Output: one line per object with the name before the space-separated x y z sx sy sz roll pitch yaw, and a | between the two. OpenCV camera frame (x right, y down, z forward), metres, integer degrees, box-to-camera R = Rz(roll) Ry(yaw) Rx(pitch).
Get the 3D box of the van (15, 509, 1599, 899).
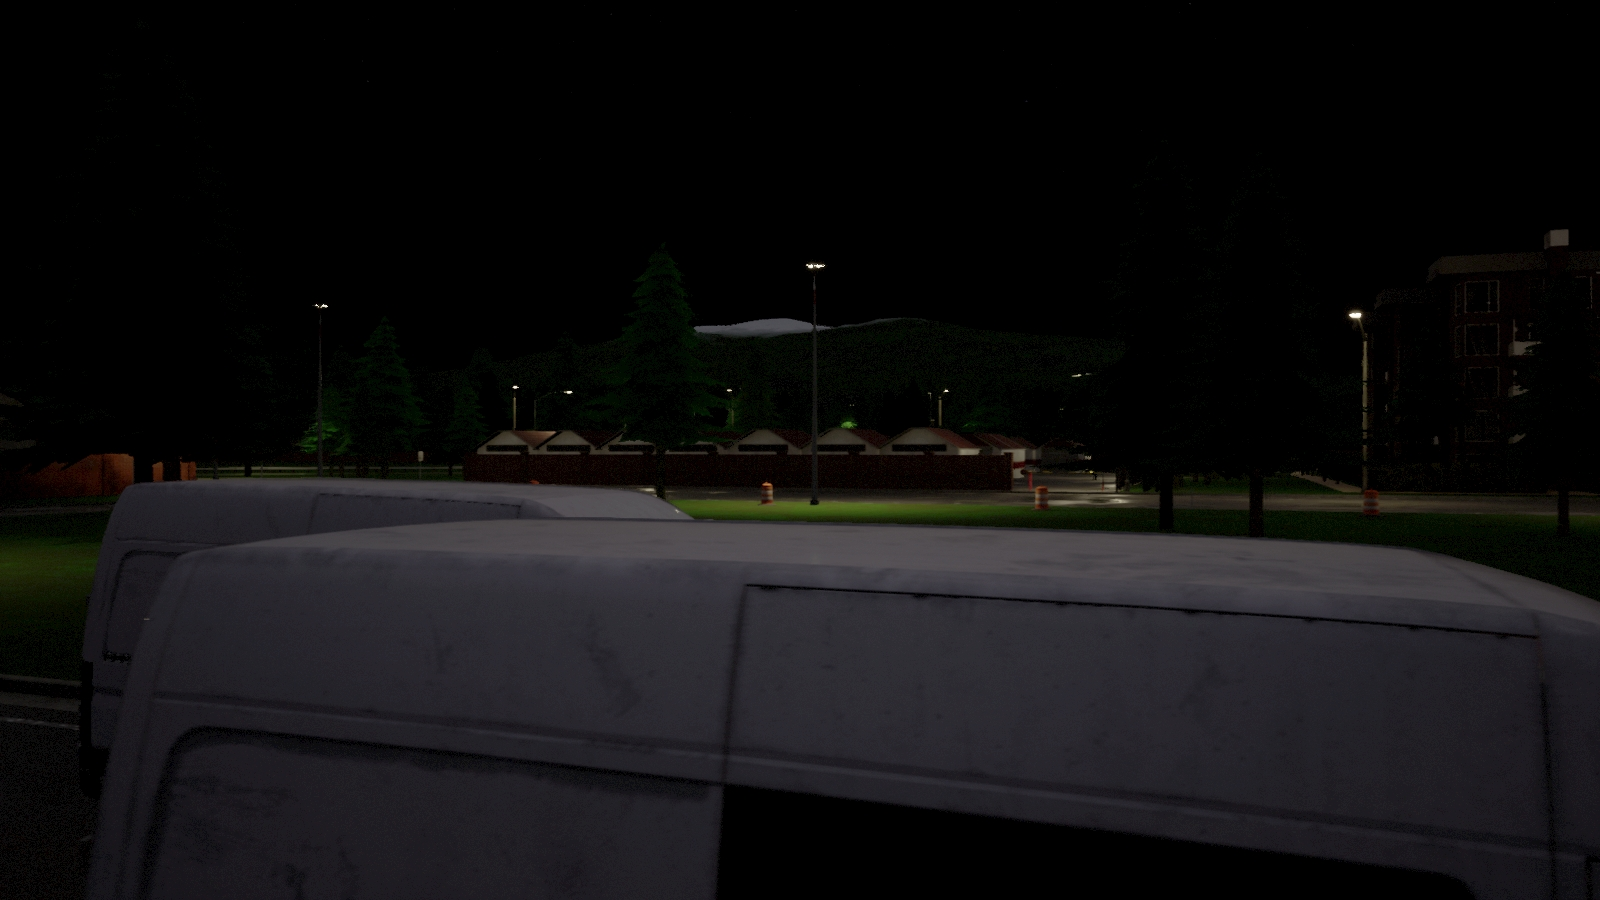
van | 1.062 1.534 2.917 5.915 2.561 1.988 0 0 20
